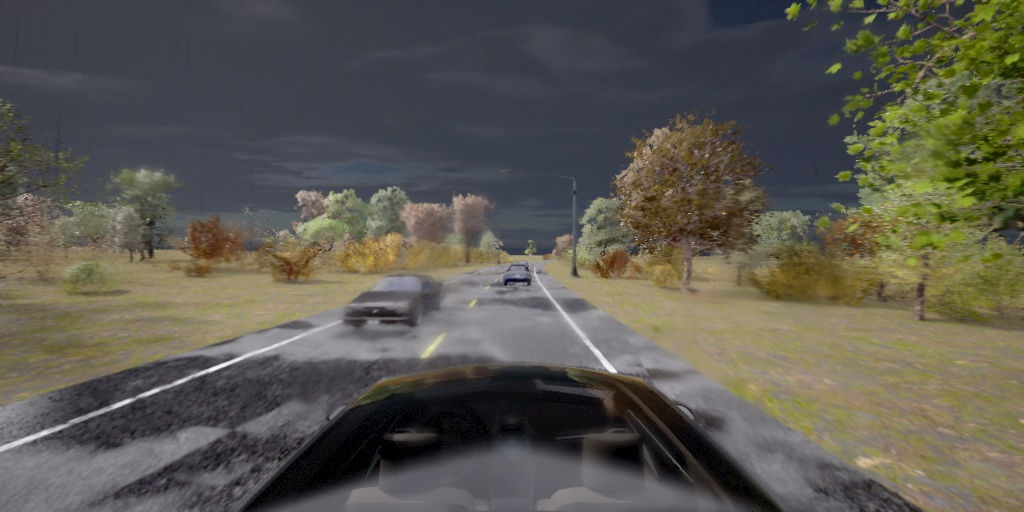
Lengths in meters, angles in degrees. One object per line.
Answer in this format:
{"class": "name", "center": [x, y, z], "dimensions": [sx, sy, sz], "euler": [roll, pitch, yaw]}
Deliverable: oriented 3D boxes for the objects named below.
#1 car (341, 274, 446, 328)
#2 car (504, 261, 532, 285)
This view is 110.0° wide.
{"class": "car", "center": [-3.459, 1.300, 11.685], "dimensions": [2.033, 1.411, 5.357], "euler": [0, 0, 1]}
{"class": "car", "center": [0.454, 1.328, 26.477], "dimensions": [1.994, 1.385, 4.181], "euler": [0, 0, 2]}
